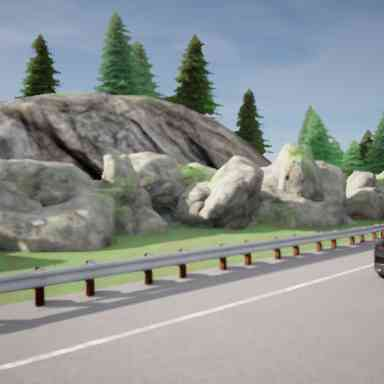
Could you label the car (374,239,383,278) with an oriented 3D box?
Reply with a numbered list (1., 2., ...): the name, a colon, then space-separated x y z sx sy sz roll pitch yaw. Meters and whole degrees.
1. car: 6.652 1.512 8.873 4.892 1.490 1.837 0 0 -38
